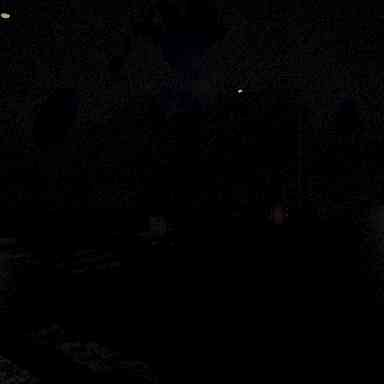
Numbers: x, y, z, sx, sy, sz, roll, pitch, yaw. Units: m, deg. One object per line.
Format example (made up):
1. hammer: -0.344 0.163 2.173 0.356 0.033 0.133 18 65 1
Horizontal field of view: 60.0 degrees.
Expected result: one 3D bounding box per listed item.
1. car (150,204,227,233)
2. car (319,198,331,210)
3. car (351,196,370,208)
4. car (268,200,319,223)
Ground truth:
1. car: 0.036 1.399 19.052 2.033 1.411 5.357 0 0 36
2. car: 15.227 1.364 39.794 1.994 1.385 4.181 0 0 37
3. car: 23.254 1.310 45.841 1.882 1.535 5.008 0 0 36
4. car: 7.094 1.322 23.711 2.128 1.511 4.902 0 0 36
